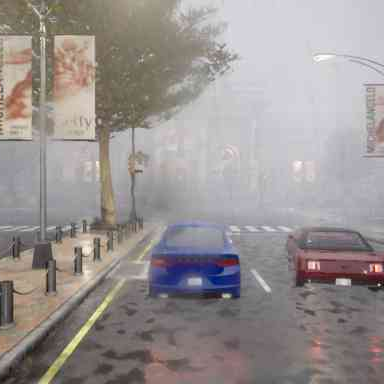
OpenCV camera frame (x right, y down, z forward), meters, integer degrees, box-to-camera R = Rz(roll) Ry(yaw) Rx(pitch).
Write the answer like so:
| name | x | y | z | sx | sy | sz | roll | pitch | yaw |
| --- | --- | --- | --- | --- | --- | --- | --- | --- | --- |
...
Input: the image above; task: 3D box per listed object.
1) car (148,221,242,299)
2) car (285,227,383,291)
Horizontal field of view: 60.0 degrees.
| name | x | y | z | sx | sy | sz | roll | pitch | yaw |
| --- | --- | --- | --- | --- | --- | --- | --- | --- | --- |
| car | 0.063 | 1.478 | 8.512 | 1.882 | 1.535 | 5.008 | 0 | 0 | 0 |
| car | 3.669 | 1.601 | 9.143 | 1.895 | 1.301 | 4.718 | 0 | 0 | 13 |
